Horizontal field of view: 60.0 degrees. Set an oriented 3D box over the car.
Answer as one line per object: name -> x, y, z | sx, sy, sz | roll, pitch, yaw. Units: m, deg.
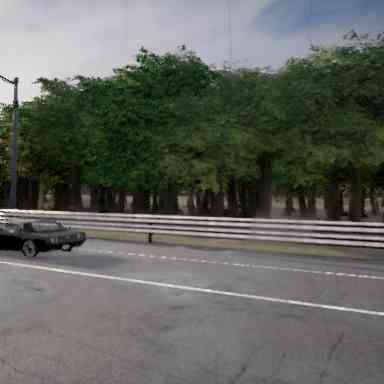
car -> -6.618, 1.750, 13.285 | 4.718, 1.301, 1.895 | 0, -2, 27
